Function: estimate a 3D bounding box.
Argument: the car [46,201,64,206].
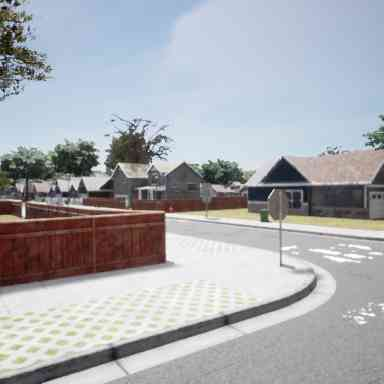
[{"bbox_3d":[-19.265,1.942,46.391,1.895,1.301,4.718,0,0,-36],"label":"car"}]
